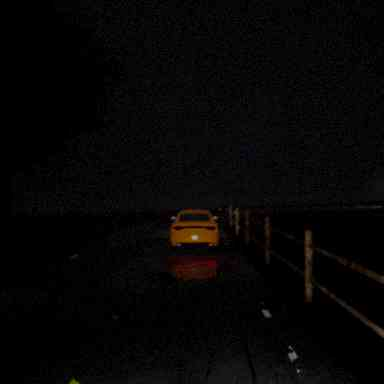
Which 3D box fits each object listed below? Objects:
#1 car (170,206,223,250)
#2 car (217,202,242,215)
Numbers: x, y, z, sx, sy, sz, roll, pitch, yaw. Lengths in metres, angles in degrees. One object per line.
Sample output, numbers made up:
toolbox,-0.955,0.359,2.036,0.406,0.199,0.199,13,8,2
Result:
car,0.112,1.511,14.486,1.882,1.535,5.008,0,0,0
car,3.832,1.777,35.730,2.033,1.411,5.357,0,-1,24
